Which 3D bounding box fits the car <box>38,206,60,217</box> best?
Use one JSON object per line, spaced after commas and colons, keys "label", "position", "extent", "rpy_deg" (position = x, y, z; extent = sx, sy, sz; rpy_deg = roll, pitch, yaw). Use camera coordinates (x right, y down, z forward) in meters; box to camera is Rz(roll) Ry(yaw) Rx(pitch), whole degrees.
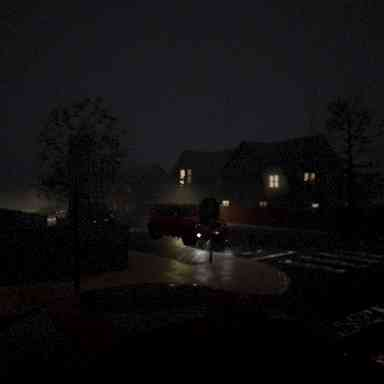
{"label": "car", "position": [-19.448, 2.719, 44.895], "extent": [1.837, 1.490, 4.892], "rpy_deg": [0, -2, -35]}

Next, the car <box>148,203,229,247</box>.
{"label": "car", "position": [-0.404, 1.654, 18.141], "extent": [2.150, 2.045, 5.566], "rpy_deg": [0, -1, -36]}

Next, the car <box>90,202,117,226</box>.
{"label": "car", "position": [-8.650, 1.983, 29.664], "extent": [2.150, 2.045, 5.566], "rpy_deg": [0, 0, -36]}

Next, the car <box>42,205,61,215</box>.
{"label": "car", "position": [-23.291, 2.974, 55.173], "extent": [1.812, 1.442, 4.674], "rpy_deg": [0, -1, -36]}

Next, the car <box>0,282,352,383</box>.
{"label": "car", "position": [-0.644, 1.532, 2.407], "extent": [4.674, 1.442, 1.812], "rpy_deg": [1, 0, -36]}

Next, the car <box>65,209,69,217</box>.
{"label": "car", "position": [-15.309, 2.684, 44.033], "extent": [1.994, 1.385, 4.181], "rpy_deg": [0, -1, -36]}
